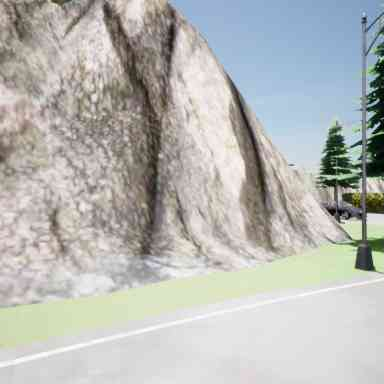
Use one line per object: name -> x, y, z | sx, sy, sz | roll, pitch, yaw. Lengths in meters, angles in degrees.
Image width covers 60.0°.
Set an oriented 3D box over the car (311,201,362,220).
car -> 12.393, 1.491, 28.315 | 2.128, 1.511, 4.902 | 0, 0, -26
